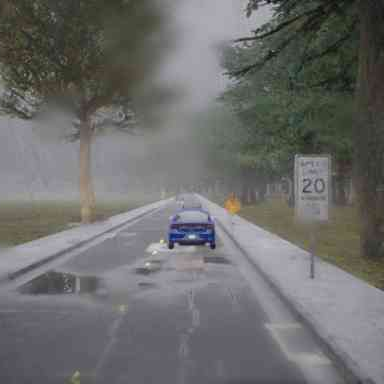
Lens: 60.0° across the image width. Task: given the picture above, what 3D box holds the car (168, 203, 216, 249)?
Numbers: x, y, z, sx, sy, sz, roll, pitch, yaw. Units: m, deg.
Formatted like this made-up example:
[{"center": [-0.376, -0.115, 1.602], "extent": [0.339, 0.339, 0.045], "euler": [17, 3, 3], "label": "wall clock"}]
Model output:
[{"center": [0.001, 1.485, 14.650], "extent": [1.882, 1.535, 5.008], "euler": [0, 0, 0], "label": "car"}]

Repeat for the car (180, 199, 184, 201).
[{"center": [0.001, 1.609, 29.680], "extent": [1.895, 1.301, 4.718], "euler": [0, 0, 0], "label": "car"}]

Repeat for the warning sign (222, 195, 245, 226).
[{"center": [2.519, 1.113, 20.448], "extent": [1.300, 1.860, 1.060], "euler": [0, 0, 0], "label": "warning sign"}]

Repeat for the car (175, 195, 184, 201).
[{"center": [-2.751, 1.448, 75.955], "extent": [1.994, 1.385, 4.181], "euler": [0, 0, 0], "label": "car"}]
